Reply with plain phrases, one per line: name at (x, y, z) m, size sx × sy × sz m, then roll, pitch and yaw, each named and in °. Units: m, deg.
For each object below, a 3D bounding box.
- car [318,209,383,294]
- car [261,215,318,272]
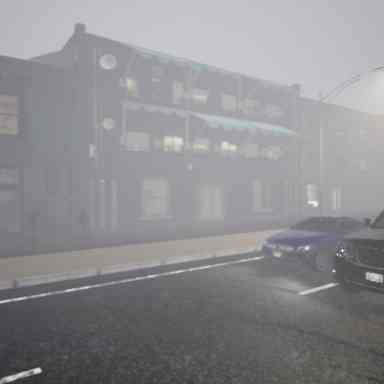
car at (5.562, 1.187, 7.659) m, size 5.566 × 2.045 × 2.150 m, roll 0°, pitch 0°, yaw -36°
car at (4.303, 1.489, 10.752) m, size 4.674 × 1.442 × 1.812 m, roll 0°, pitch 0°, yaw -36°
